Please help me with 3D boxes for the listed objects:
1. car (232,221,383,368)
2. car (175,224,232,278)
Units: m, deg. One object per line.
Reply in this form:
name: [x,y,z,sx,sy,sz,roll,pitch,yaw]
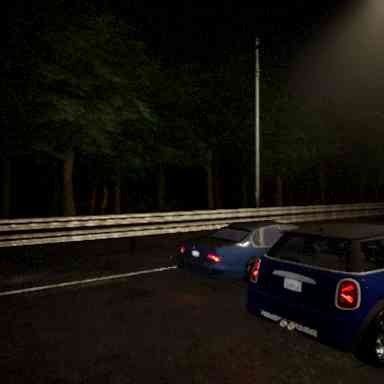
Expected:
car: [3.175,1.350,6.009,4.553,1.767,2.097,0,0,-35]
car: [2.125,1.543,9.559,5.357,1.411,2.033,0,0,-36]
